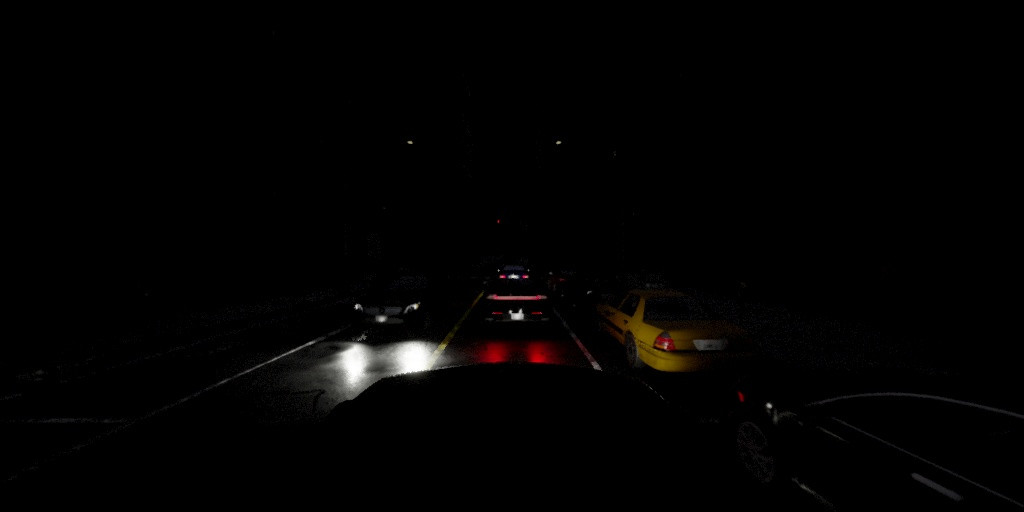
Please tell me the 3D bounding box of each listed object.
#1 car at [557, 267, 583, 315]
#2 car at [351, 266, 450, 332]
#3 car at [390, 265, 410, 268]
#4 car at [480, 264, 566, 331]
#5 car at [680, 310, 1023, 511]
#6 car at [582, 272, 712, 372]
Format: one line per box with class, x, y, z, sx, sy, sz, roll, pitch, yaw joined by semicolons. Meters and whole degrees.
car;2.875;1.224;12.901;1.948;1.339;4.313;0;0;0
car;-3.054;1.201;10.765;1.812;1.442;4.674;0;0;0
car;-5.669;1.156;18.486;1.888;1.381;4.507;0;0;0
car;0.104;1.168;10.739;2.128;1.511;4.902;0;1;0
car;2.872;1.300;1.730;2.007;1.370;4.403;0;0;0
car;2.874;1.229;7.485;1.751;1.417;4.829;0;0;0
